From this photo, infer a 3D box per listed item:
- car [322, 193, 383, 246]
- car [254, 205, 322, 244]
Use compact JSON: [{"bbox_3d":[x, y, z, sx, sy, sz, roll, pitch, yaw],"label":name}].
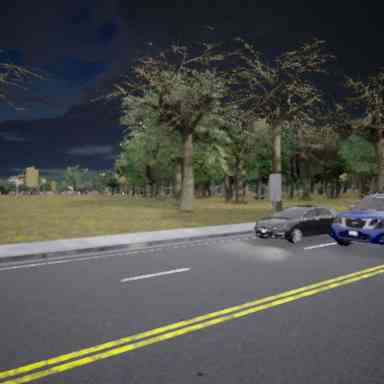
[{"bbox_3d":[7.882,1.065,13.190,5.566,2.045,2.150,0,0,-35],"label":"car"},{"bbox_3d":[4.936,1.361,15.091,4.892,1.490,1.837,0,0,-35],"label":"car"}]
